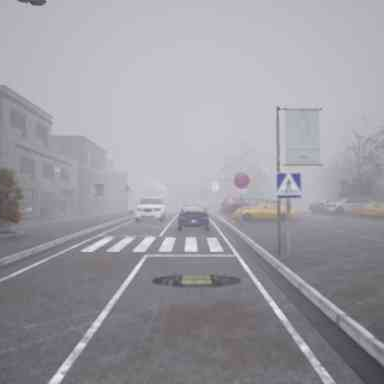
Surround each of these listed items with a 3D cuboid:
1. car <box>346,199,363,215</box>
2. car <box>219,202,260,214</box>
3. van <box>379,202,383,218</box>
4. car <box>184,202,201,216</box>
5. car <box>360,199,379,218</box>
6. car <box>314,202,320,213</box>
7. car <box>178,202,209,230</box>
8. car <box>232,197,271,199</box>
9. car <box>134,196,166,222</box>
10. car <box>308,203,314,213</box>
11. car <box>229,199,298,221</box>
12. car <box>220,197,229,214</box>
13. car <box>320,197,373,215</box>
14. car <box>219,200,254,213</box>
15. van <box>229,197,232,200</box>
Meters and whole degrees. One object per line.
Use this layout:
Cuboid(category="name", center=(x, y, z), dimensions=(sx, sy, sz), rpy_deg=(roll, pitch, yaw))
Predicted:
Cuboid(category="car", center=(18.696, 1.741, 32.943), dimensions=(5.366, 1.575, 1.946), rpy_deg=(0, -1, 0))
Cuboid(category="car", center=(6.145, 2.019, 43.097), dimensions=(5.008, 1.535, 2.097), rpy_deg=(0, -2, -1))
Cuboid(category="van", center=(18.436, 1.409, 27.491), dimensions=(4.442, 1.987, 1.878), rpy_deg=(0, -1, 0))
Cuboid(category="car", center=(0.037, 1.963, 39.638), dimensions=(1.837, 1.490, 4.892), rpy_deg=(0, -2, 0))
Cuboid(category="car", center=(18.716, 1.685, 30.283), dimensions=(5.366, 1.575, 1.946), rpy_deg=(0, -1, 0))
Cuboid(category="car", center=(18.424, 1.971, 41.447), dimensions=(4.892, 1.521, 2.231), rpy_deg=(0, -2, -1))
Cuboid(category="car", center=(0.085, 1.546, 21.447), dimensions=(1.882, 1.535, 5.008), rpy_deg=(0, -1, 0))
Cuboid(category="car", center=(6.288, 1.571, 30.959), dimensions=(4.553, 1.767, 2.185), rpy_deg=(0, -1, 0))
Cuboid(category="car", center=(-3.377, 1.382, 27.933), dimensions=(2.150, 2.045, 5.566), rpy_deg=(0, -1, 0))
Cuboid(category="car", center=(18.369, 1.803, 44.123), dimensions=(5.566, 2.045, 2.435), rpy_deg=(0, -2, -1))
Cuboid(category="car", center=(6.095, 1.639, 28.038), dimensions=(5.366, 1.575, 1.946), rpy_deg=(0, -1, 0))
Cuboid(category="car", center=(6.206, 1.676, 40.188), dimensions=(5.566, 2.045, 2.435), rpy_deg=(0, -2, -1))
Cuboid(category="car", center=(18.437, 1.634, 38.663), dimensions=(5.566, 2.045, 2.435), rpy_deg=(0, -2, -1))
Cuboid(category="car", center=(6.134, 1.990, 46.135), dimensions=(4.553, 1.767, 2.185), rpy_deg=(0, -2, -1))
Cuboid(category="van", center=(6.349, 1.541, 33.998), dimensions=(4.442, 1.987, 1.878), rpy_deg=(0, -1, 0))
